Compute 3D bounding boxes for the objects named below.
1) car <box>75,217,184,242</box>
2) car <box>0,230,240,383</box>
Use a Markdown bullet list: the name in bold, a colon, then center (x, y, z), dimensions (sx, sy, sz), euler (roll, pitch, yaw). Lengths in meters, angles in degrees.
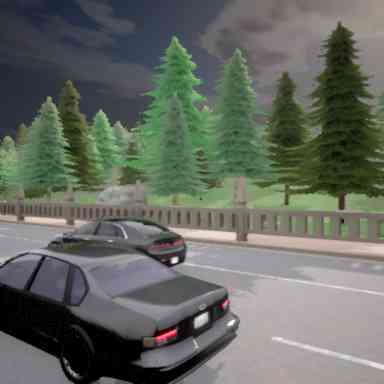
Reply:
- **car**: center (-2.422, 1.524, 10.020), dimensions (4.892, 1.490, 1.837), euler (0, 0, 36)
- **car**: center (-1.935, 1.559, 5.373), dimensions (5.357, 1.411, 2.033), euler (0, 0, 36)
